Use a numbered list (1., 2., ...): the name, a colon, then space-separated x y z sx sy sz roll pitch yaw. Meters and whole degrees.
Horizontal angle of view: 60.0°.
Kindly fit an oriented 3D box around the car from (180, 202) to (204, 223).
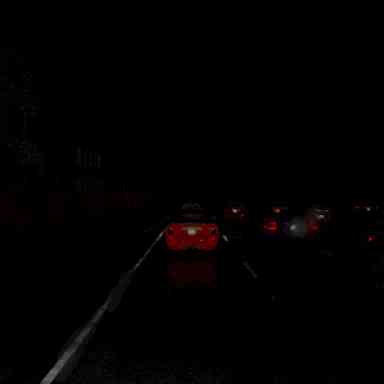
1. car: 0.002 1.752 29.480 1.882 1.535 5.008 0 0 0

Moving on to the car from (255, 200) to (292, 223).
1. car: 6.998 1.621 29.096 2.097 1.767 4.553 0 -1 0

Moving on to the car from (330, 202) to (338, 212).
1. car: 10.500 1.765 29.311 2.128 1.511 4.902 0 0 0

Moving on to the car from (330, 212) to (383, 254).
1. car: 7.000 1.733 14.119 1.895 1.301 4.718 0 0 0

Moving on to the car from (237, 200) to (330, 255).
1. car: 3.499 1.347 14.023 2.150 2.045 5.566 0 0 0

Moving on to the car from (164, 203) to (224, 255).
1. car: 0.001 1.482 14.097 2.097 1.767 4.553 0 -1 0

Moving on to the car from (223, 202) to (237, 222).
1. car: 3.498 1.621 29.096 2.097 1.767 4.553 0 -1 0

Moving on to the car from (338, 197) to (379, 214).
1. car: 13.996 1.486 29.031 2.150 2.045 5.566 0 0 0
